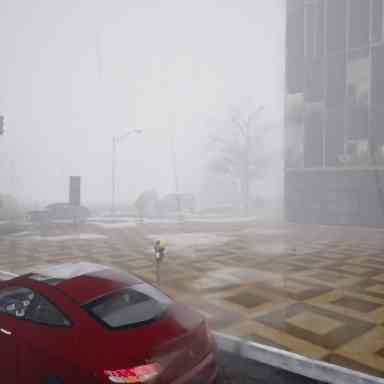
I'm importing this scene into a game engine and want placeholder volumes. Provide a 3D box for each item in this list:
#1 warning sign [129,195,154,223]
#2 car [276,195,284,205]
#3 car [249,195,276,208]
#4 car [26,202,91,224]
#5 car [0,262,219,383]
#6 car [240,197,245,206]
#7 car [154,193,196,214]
[{"bbox_3d":[-3.488,1.141,22.950,1.300,1.860,1.060,1,1,34],"label":"warning sign"},{"bbox_3d":[15.268,1.275,55.066,2.097,1.767,4.553,1,1,34],"label":"car"},{"bbox_3d":[9.709,1.468,46.892,1.812,1.442,4.674,1,1,35],"label":"car"},{"bbox_3d":[-9.622,1.475,24.314,1.812,1.442,4.674,1,1,36],"label":"car"},{"bbox_3d":[-1.660,1.581,4.209,4.206,1.307,1.802,0,1,36],"label":"car"},{"bbox_3d":[9.139,1.244,51.465,2.097,1.767,4.553,1,1,35],"label":"car"},{"bbox_3d":[-1.720,1.149,35.801,2.150,2.045,5.566,1,0,34],"label":"car"}]
